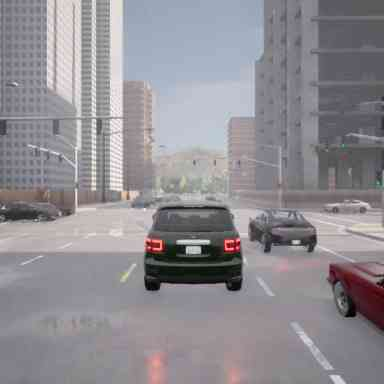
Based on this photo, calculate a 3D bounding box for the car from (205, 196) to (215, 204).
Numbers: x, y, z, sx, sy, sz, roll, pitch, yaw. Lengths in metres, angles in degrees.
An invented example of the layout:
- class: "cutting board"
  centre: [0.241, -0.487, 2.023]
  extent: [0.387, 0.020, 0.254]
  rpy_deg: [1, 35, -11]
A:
- class: "car"
  centre: [3.537, 1.505, 66.090]
  extent: [1.837, 1.490, 4.892]
  rpy_deg: [0, 0, 1]

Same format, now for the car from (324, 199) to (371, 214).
- class: "car"
  centre: [16.543, 1.526, 35.573]
  extent: [4.674, 1.442, 1.812]
  rpy_deg: [0, 0, 0]

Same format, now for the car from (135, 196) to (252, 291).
- class: "car"
  centre: [0.034, 1.221, 9.149]
  extent: [2.150, 2.045, 5.566]
  rpy_deg: [0, 0, 0]

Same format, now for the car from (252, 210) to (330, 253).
- class: "car"
  centre: [3.540, 1.492, 13.726]
  extent: [2.128, 1.511, 4.902]
  rpy_deg: [0, 0, 0]

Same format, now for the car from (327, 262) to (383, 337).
- class: "car"
  centre: [3.590, 1.601, 4.473]
  extent: [1.895, 1.301, 4.718]
  rpy_deg: [0, 0, 0]

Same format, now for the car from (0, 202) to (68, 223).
- class: "car"
  centre: [-12.343, 1.507, 24.995]
  extent: [4.892, 1.490, 1.837]
  rpy_deg: [-1, 0, 0]

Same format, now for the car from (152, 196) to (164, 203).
- class: "car"
  centre: [-7.018, 1.595, 69.421]
  extent: [1.895, 1.301, 4.718]
  rpy_deg: [0, 0, 1]

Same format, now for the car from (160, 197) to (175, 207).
- class: "car"
  centre: [-3.833, 1.505, 52.221]
  extent: [1.837, 1.490, 4.892]
  rpy_deg: [0, 0, 1]

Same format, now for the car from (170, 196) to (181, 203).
- class: "car"
  centre: [-3.492, 1.553, 71.365]
  extent: [1.994, 1.385, 4.181]
  rpy_deg: [0, 0, 1]

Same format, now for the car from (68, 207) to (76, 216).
- class: "car"
  centre: [-12.729, 1.601, 29.081]
  extent: [4.718, 1.301, 1.895]
  rpy_deg: [0, 0, -7]

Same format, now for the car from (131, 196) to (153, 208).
- class: "car"
  centre: [-7.381, 1.352, 47.955]
  extent: [2.097, 1.767, 4.553]
  rpy_deg: [0, 0, 1]

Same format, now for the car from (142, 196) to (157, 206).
- class: "car"
  centre: [-7.271, 1.503, 56.852]
  extent: [1.837, 1.490, 4.892]
  rpy_deg: [0, 1, 1]

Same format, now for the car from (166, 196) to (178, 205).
- class: "car"
  centre: [-3.684, 1.504, 61.599]
  extent: [1.837, 1.490, 4.892]
  rpy_deg: [0, 0, 1]
